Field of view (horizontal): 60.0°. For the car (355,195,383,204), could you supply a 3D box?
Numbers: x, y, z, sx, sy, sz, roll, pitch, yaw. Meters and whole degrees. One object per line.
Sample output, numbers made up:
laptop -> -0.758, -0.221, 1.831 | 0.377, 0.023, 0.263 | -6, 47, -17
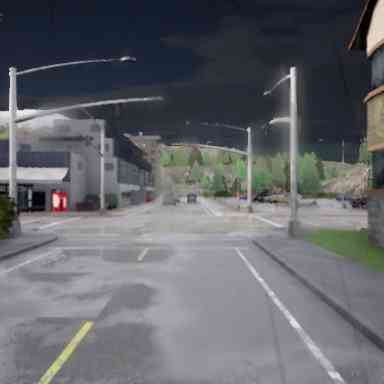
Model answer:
car -> 32.254, 1.303, 60.105 | 4.514, 1.523, 2.007 | 0, 0, 0

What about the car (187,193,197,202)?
car -> -0.007, 1.189, 78.334 | 2.150, 2.045, 5.566 | 0, 0, 0

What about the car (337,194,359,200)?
car -> 39.912, 1.340, 85.082 | 4.514, 1.523, 2.007 | 0, 0, 0

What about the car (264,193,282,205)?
car -> 14.160, 1.160, 50.783 | 5.027, 1.636, 2.152 | 0, 0, 0

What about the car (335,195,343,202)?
car -> 32.294, 1.323, 70.098 | 3.633, 1.501, 1.845 | 0, 0, 0

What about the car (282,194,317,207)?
car -> 14.485, 1.240, 44.366 | 3.806, 1.475, 1.970 | 0, 0, 0

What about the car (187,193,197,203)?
car -> -0.006, 1.532, 67.906 | 2.033, 1.411, 5.357 | 0, 0, 0

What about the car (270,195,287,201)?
car -> 21.300, 1.385, 82.088 | 3.806, 1.475, 1.970 | 0, 0, 0

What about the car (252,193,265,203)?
car -> 14.158, 1.081, 63.578 | 3.866, 1.878, 1.905 | 0, 0, 0

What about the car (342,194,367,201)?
car -> 39.965, 1.332, 81.945 | 5.027, 1.636, 2.152 | 0, 0, 0

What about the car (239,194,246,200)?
car -> 13.878, 1.374, 85.067 | 3.633, 1.501, 1.845 | 0, 0, 0

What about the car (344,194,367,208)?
car -> 21.535, 1.306, 40.705 | 4.514, 1.523, 2.007 | 0, 0, 0

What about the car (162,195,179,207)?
car -> -3.574, 1.555, 52.059 | 1.994, 1.385, 4.181 | 0, 0, 0

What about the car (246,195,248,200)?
car -> 13.745, 1.101, 66.483 | 4.605, 1.855, 1.932 | 0, 0, 0
